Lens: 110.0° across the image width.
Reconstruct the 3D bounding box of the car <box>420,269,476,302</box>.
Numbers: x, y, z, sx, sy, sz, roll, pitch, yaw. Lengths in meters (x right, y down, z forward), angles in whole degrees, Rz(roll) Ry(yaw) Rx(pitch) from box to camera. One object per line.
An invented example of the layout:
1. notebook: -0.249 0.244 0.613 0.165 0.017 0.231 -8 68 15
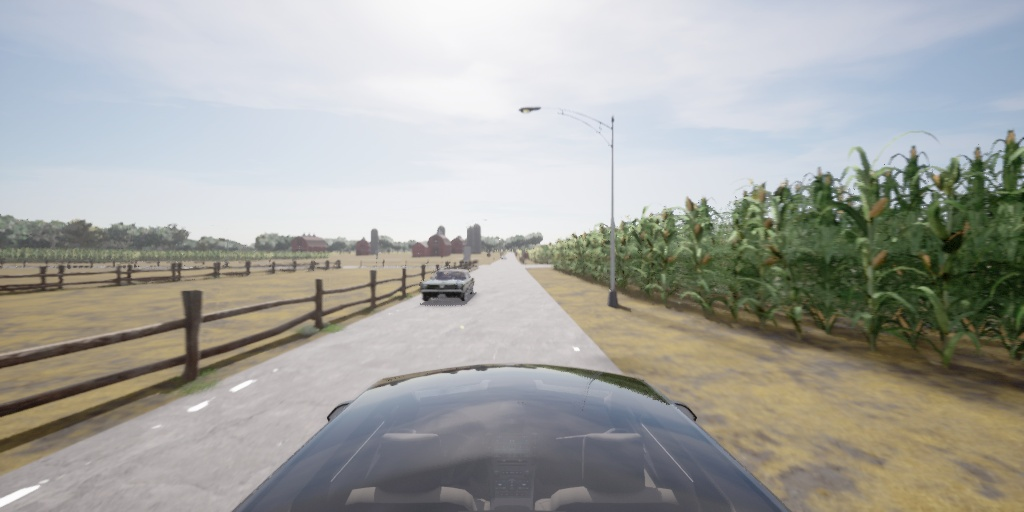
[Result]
1. car: -2.853 1.307 16.799 1.895 1.301 4.718 0 0 0
